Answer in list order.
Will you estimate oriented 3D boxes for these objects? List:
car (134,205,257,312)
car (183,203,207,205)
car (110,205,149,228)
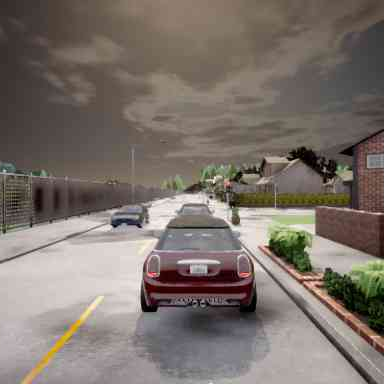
[{"bbox_3d":[0.119,1.352,7.853,2.097,1.767,4.553,0,0,0],"label":"car"},{"bbox_3d":[0.149,1.352,17.550,2.097,1.767,4.553,0,0,0],"label":"car"},{"bbox_3d":[-3.959,1.548,22.204,2.033,1.411,5.357,0,0,1],"label":"car"}]
